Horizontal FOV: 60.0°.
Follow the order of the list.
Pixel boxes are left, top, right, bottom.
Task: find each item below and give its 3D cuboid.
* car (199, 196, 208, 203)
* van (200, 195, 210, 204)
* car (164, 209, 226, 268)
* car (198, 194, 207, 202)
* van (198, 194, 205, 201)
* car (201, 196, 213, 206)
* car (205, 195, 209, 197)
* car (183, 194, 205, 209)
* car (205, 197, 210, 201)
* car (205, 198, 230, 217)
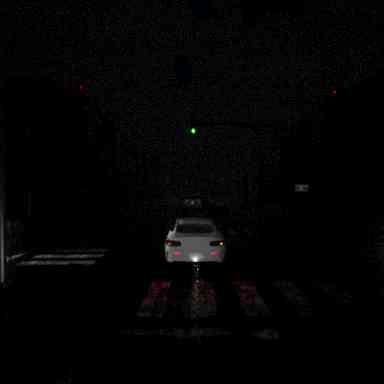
[{"bbox_3d":[2.581,1.667,76.337,2.008,1.369,4.403,-1,0,0],"label":"car"},{"bbox_3d":[2.582,1.440,65.272,1.690,1.788,3.998,-1,0,0],"label":"van"},{"bbox_3d":[0.090,1.545,11.227,1.812,1.442,4.674,0,0,0],"label":"car"},{"bbox_3d":[2.573,1.440,81.870,2.192,1.841,5.009,-1,0,0],"label":"car"},{"bbox_3d":[2.567,1.485,92.935,1.690,1.788,3.998,-1,0,0],"label":"van"},{"bbox_3d":[2.587,1.530,59.740,1.967,1.590,4.097,-1,0,0],"label":"car"},{"bbox_3d":[2.592,1.626,54.207,1.887,1.381,4.507,-1,0,0],"label":"car"},{"bbox_3d":[0.078,1.281,41.101,2.150,2.045,5.566,0,0,0],"label":"car"},{"bbox_3d":[2.599,1.645,43.142,1.802,1.307,4.206,-1,0,0],"label":"car"},{"bbox_3d":[2.604,1.591,32.077,1.887,1.381,4.507,-1,0,0],"label":"car"}]
